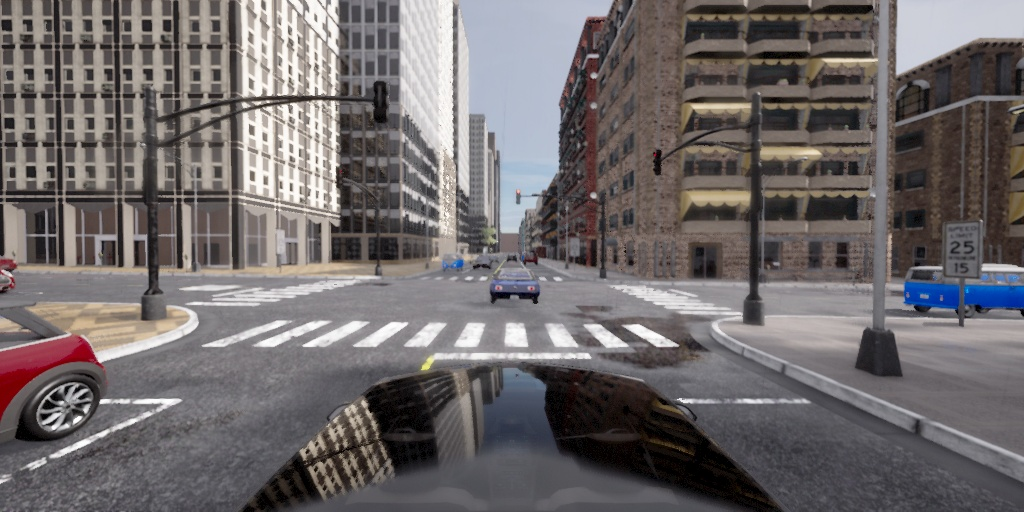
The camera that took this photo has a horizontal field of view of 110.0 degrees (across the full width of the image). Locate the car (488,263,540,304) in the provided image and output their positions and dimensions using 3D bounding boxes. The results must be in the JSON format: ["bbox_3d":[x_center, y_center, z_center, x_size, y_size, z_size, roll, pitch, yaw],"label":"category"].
[{"bbox_3d":[0.111,1.181,15.373,1.895,1.301,4.718,1,1,0],"label":"car"}]

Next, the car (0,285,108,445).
[{"bbox_3d":[-5.691,1.180,2.375,1.967,1.591,4.097,0,0,0],"label":"car"}]

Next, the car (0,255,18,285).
[{"bbox_3d":[-21.153,0.646,13.126,4.097,1.591,1.967,0,0,0],"label":"car"}]

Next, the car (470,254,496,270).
[{"bbox_3d":[-3.120,0.747,38.706,2.033,1.411,5.357,0,1,0],"label":"car"}]

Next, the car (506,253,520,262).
[{"bbox_3d":[-0.034,0.339,63.914,1.837,1.490,4.892,0,1,0],"label":"car"}]

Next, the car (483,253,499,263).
[{"bbox_3d":[-3.101,0.508,56.318,1.994,1.385,4.181,0,1,0],"label":"car"}]

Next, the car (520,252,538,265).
[{"bbox_3d":[2.661,0.329,51.503,2.192,1.841,5.009,0,0,0],"label":"car"}]

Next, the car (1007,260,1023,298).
[{"bbox_3d":[30.636,1.326,19.059,5.566,2.045,2.150,1,1,0],"label":"car"}]

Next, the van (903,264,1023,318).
[{"bbox_3d":[16.906,1.281,13.109,3.998,1.789,1.690,0,0,0],"label":"van"}]

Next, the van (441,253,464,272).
[{"bbox_3d":[-5.709,0.597,34.845,1.690,1.789,3.998,0,0,0],"label":"van"}]
